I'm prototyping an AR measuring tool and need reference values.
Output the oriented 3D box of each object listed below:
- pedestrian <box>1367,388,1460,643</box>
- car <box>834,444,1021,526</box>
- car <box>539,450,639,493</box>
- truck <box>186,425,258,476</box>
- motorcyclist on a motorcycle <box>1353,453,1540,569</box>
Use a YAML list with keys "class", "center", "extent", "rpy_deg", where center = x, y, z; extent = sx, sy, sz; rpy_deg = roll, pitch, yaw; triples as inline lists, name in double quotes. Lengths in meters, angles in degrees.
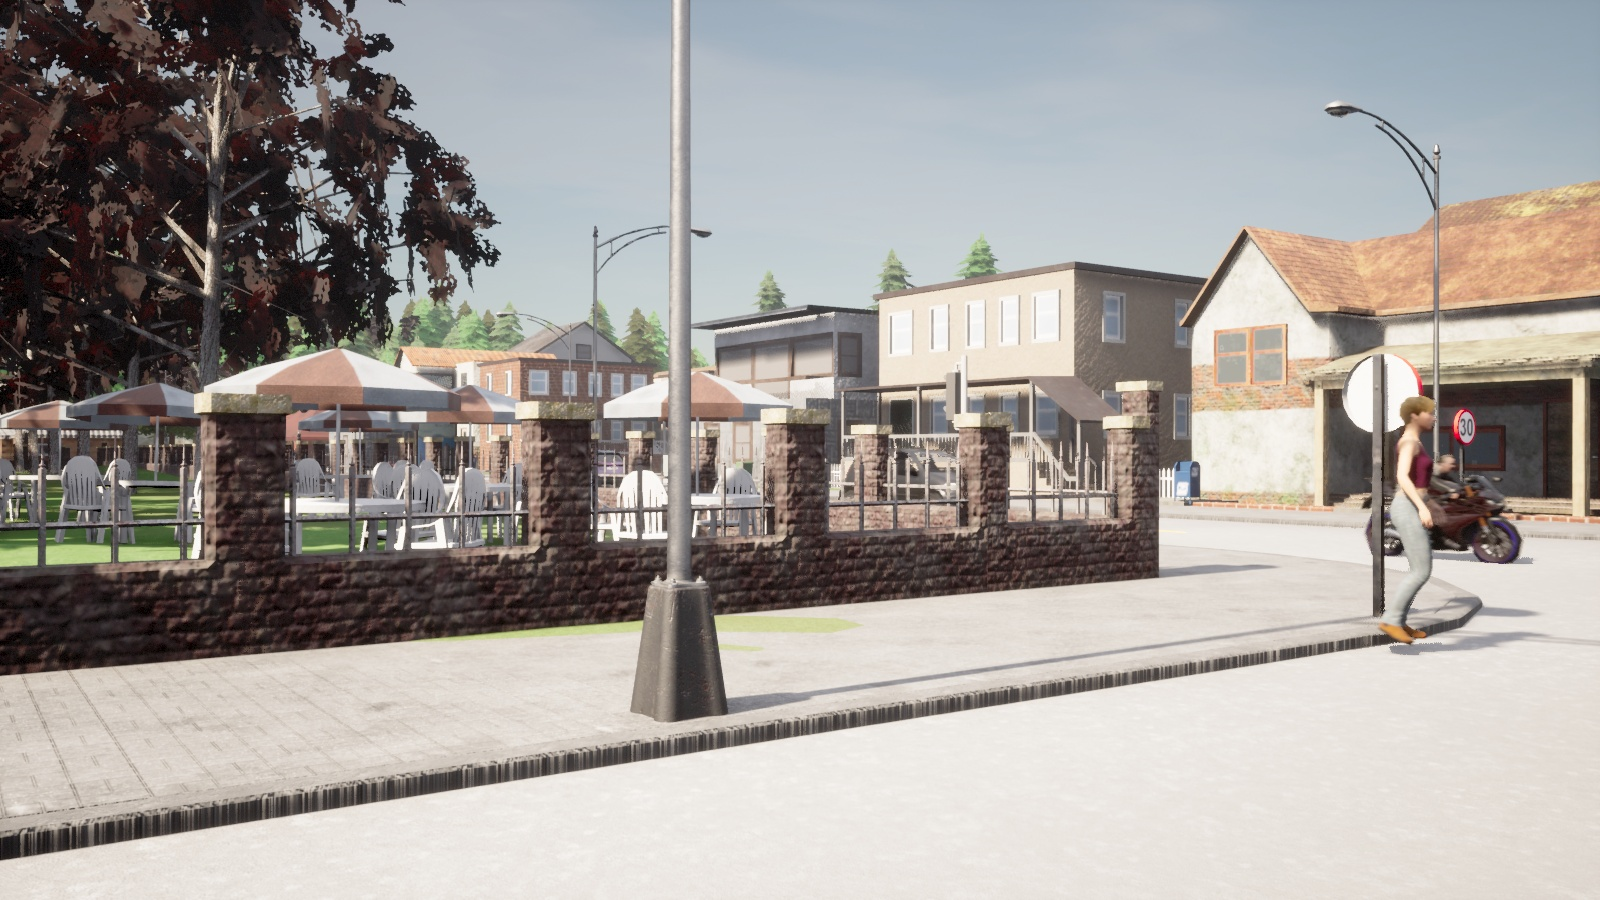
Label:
- class: "pedestrian"
  center: [4.569, 0.472, 9.358]
  extent: [0.594, 1.836, 0.345]
  rpy_deg: [0, 0, 30]
- class: "car"
  center: [2.653, 0.703, 26.955]
  extent: [1.851, 1.617, 3.988]
  rpy_deg: [0, 0, -35]
- class: "car"
  center: [-8.432, 0.814, 49.772]
  extent: [2.033, 1.649, 4.856]
  rpy_deg: [0, 0, -35]
- class: "truck"
  center: [-41.321, 0.070, 89.628]
  extent: [2.891, 3.462, 7.936]
  rpy_deg: [0, 0, -38]
- class: "motorcyclist on a motorcycle"
  center: [9.090, 0.804, 17.747]
  extent: [0.866, 1.530, 2.191]
  rpy_deg: [0, 0, -35]
